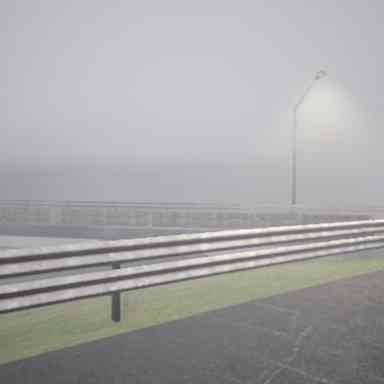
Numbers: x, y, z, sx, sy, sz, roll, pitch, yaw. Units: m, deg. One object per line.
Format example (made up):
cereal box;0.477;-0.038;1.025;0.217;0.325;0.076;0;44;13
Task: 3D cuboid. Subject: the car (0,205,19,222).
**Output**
car;-14.203;1.340;22.727;4.674;1.442;1.812;1;0;14
